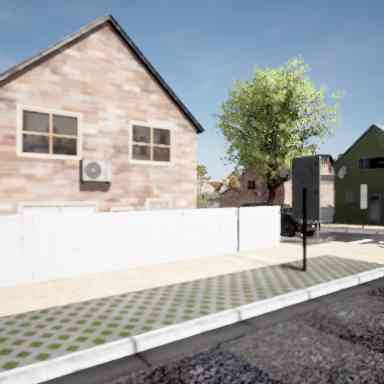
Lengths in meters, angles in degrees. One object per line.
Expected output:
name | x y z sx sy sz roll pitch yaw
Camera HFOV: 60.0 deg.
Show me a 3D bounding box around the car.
car | 5.223 1.670 20.917 2.150 2.045 5.566 0 -2 -35
